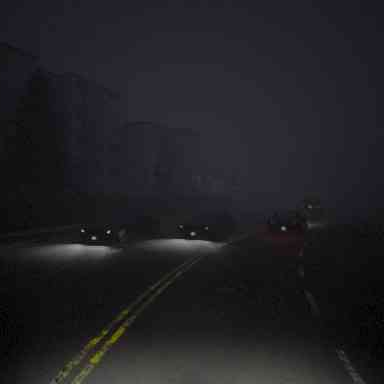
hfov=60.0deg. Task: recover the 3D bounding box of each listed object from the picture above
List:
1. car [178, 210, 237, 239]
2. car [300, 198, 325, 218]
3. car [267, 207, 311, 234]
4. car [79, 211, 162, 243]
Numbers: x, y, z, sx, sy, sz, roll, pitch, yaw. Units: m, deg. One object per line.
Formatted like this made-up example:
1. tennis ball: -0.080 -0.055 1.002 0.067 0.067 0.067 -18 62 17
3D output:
1. car: 1.116 1.736 19.110 2.033 1.411 5.357 0 -1 24
2. car: 13.071 1.654 35.982 2.150 2.045 5.566 0 0 25
3. car: 6.204 1.846 21.242 1.895 1.301 4.718 0 -1 24
4. car: -3.420 1.686 17.224 2.033 1.411 5.357 0 -1 21
